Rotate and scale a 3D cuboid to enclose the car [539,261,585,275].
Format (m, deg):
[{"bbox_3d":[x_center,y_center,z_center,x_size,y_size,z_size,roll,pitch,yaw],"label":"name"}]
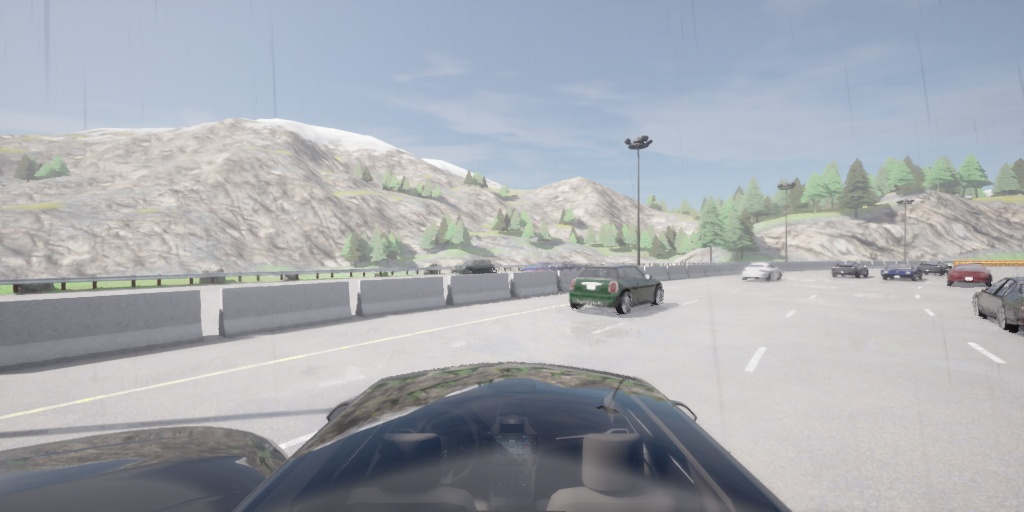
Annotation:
[{"bbox_3d":[5.665,1.297,40.018,5.357,1.411,2.033,0,0,-40],"label":"car"}]

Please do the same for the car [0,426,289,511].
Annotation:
[{"bbox_3d":[-2.981,1.255,0.466,4.892,1.490,1.837,0,0,-45],"label":"car"}]

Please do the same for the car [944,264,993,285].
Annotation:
[{"bbox_3d":[31.104,1.275,24.380,4.674,1.442,1.812,0,0,-38],"label":"car"}]

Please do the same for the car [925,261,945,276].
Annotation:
[{"bbox_3d":[43.322,1.241,36.787,4.902,1.511,2.128,0,0,-31],"label":"car"}]

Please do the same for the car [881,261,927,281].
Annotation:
[{"bbox_3d":[32.315,1.350,29.658,4.718,1.301,1.895,0,0,-35],"label":"car"}]

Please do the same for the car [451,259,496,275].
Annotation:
[{"bbox_3d":[-3.853,1.101,36.037,4.553,1.767,2.097,0,0,-44],"label":"car"}]

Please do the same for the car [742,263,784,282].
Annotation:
[{"bbox_3d":[20.493,1.275,29.364,4.674,1.442,1.812,0,0,-39],"label":"car"}]

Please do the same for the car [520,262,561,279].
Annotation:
[{"bbox_3d":[3.022,1.350,28.140,4.718,1.301,1.895,0,0,-44],"label":"car"}]

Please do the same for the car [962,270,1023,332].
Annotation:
[{"bbox_3d":[14.686,1.297,9.928,2.033,1.411,5.357,0,0,45],"label":"car"}]

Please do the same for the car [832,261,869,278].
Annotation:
[{"bbox_3d":[31.383,1.241,33.267,4.902,1.511,2.128,0,0,-35],"label":"car"}]

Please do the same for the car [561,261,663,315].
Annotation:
[{"bbox_3d":[4.153,1.101,13.935,2.097,1.767,4.553,0,0,42],"label":"car"}]
